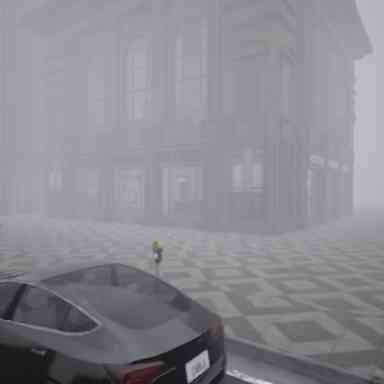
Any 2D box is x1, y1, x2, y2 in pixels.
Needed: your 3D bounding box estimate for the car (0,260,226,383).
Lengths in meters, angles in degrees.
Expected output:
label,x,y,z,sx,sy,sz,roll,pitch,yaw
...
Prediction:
label,x,y,z,sx,sy,sz,roll,pitch,yaw
car,-1.640,1.557,4.131,4.313,1.339,1.947,0,0,36
